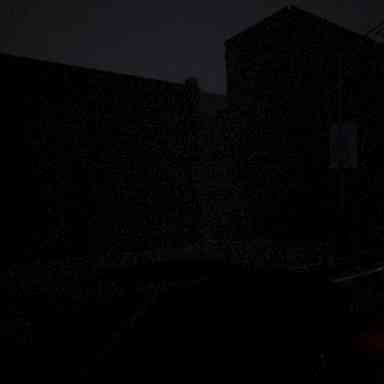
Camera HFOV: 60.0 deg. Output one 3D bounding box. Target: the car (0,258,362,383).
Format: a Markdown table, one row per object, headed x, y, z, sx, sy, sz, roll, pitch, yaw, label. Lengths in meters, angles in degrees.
| x | y | z | sx | sy | sz | roll | pitch | yaw | label |
| --- | --- | --- | --- | --- | --- | --- | --- | --- | --- |
| -0.307 | 1.540 | 3.600 | 5.357 | 1.411 | 2.033 | 0 | 0 | -35 | car |
